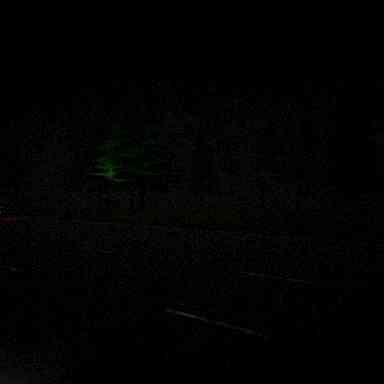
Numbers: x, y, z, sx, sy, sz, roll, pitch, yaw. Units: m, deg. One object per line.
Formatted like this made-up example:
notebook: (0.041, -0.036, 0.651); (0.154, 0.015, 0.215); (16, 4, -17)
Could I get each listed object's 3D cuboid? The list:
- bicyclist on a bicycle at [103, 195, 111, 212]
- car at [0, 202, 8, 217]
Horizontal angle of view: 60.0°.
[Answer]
bicyclist on a bicycle: (-8.311, 1.165, 32.571); (0.582, 1.620, 1.656); (8, -8, -36)
car: (-18.364, 1.504, 29.822); (4.892, 1.490, 1.837); (0, 0, 35)
